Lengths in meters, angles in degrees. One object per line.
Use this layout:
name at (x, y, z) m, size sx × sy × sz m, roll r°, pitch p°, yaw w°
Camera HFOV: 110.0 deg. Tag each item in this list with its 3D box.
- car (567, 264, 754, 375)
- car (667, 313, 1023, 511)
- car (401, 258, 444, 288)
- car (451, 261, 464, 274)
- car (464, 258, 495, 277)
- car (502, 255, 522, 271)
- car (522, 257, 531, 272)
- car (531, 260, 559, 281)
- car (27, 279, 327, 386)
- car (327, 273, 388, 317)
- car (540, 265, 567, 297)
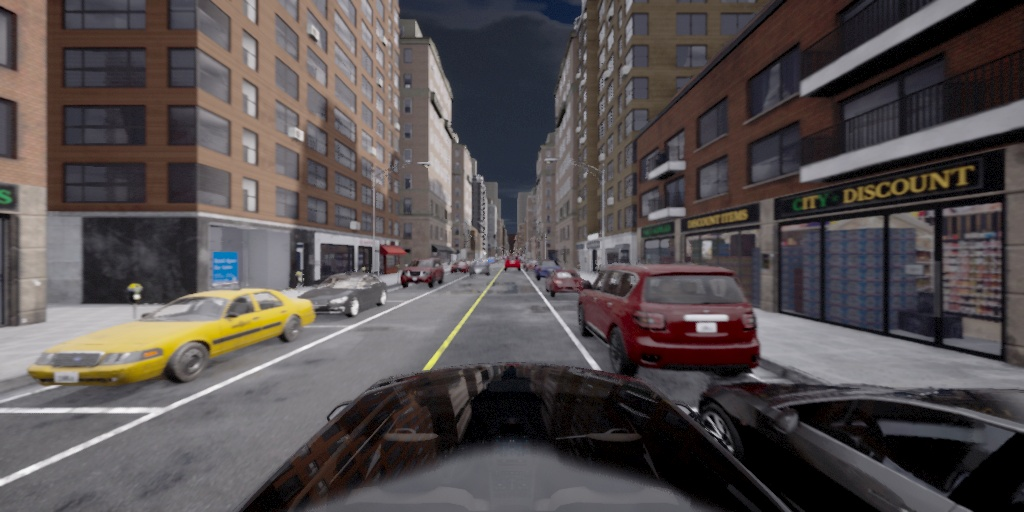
car at (2.669, 1.062, 7.309) m, size 2.192 × 1.841 × 5.009 m, roll 0°, pitch 0°, yaw 0°
car at (2.669, 1.316, 1.714) m, size 1.948 × 1.339 × 4.313 m, roll 0°, pitch 0°, yaw 0°
car at (-5.855, 1.056, 24.077) m, size 2.192 × 1.841 × 5.009 m, roll 0°, pitch 0°, yaw 0°
car at (-5.855, 1.283, 40.864) m, size 1.888 × 1.381 × 4.507 m, roll 0°, pitch 0°, yaw 0°
car at (-3.092, 1.231, 35.044) m, size 2.128 × 1.511 × 4.902 m, roll 0°, pitch 0°, yaw 0°
car at (0.057, 0.954, 49.074) m, size 2.150 × 2.045 × 5.566 m, roll 0°, pitch 0°, yaw -1°
car at (2.671, 1.177, 46.468) m, size 1.967 × 1.591 × 4.097 m, roll 0°, pitch 0°, yaw 0°
car at (3.002, 1.091, 30.260) m, size 2.097 × 1.767 × 4.553 m, roll 0°, pitch 0°, yaw 0°
car at (-5.857, 1.273, 7.120) m, size 1.751 × 1.417 × 4.829 m, roll 0°, pitch 0°, yaw 0°
car at (-5.856, 1.296, 12.886) m, size 2.007 × 1.370 × 4.403 m, roll 0°, pitch 0°, yaw 0°
car at (2.670, 1.325, 18.497) m, size 1.802 × 1.307 × 4.207 m, roll 0°, pitch 0°, yaw 0°
